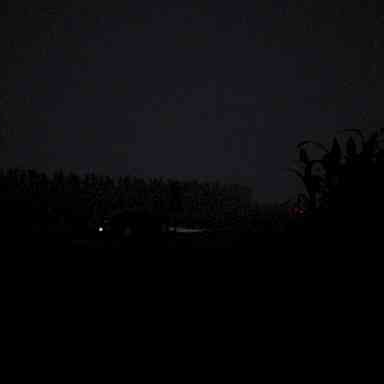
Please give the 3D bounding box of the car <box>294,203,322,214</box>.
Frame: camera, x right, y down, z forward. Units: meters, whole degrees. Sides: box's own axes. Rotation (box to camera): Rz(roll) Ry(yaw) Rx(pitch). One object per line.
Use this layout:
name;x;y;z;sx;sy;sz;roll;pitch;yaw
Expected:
car;15.196;2.251;43.940;1.895;1.301;4.718;-1;-1;37

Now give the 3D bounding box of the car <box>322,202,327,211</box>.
car;21.191;2.312;52.102;1.812;1.442;4.674;-1;-1;37

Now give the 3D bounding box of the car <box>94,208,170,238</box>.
car;-3.267;1.718;19.158;1.837;1.490;4.892;-1;-1;37
